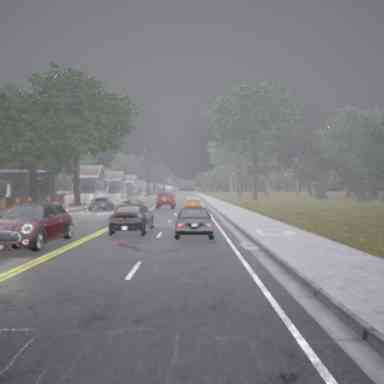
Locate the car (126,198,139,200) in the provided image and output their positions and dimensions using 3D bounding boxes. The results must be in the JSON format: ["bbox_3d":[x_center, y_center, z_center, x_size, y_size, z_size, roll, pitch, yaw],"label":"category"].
[{"bbox_3d":[-6.497,1.348,36.139,1.994,1.385,4.181,0,0,0],"label":"car"}]

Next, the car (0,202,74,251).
[{"bbox_3d":[-6.535,1.271,13.537,2.097,1.767,4.553,0,0,1],"label":"car"}]

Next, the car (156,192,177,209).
[{"bbox_3d":[-3.143,0.977,41.000,2.150,2.045,5.566,0,1,0],"label":"car"}]

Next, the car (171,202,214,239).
[{"bbox_3d":[0.102,1.447,16.676,2.033,1.411,5.357,0,0,0],"label":"car"}]

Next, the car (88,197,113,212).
[{"bbox_3d":[-9.748,1.311,36.000,1.812,1.442,4.674,0,0,0],"label":"car"}]

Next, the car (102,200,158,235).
[{"bbox_3d":[-3.146,1.398,17.921,1.837,1.490,4.892,0,1,0],"label":"car"}]

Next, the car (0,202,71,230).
[{"bbox_3d":[-9.802,1.420,21.374,2.033,1.411,5.357,0,0,0],"label":"car"}]

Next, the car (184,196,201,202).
[{"bbox_3d":[0.111,1.234,40.462,1.882,1.535,5.008,0,1,0],"label":"car"}]
